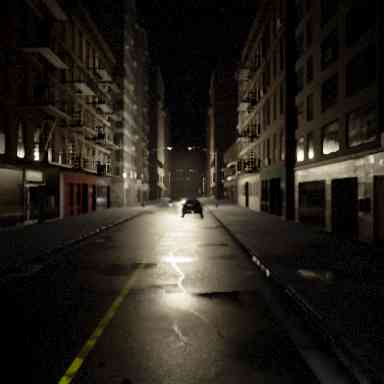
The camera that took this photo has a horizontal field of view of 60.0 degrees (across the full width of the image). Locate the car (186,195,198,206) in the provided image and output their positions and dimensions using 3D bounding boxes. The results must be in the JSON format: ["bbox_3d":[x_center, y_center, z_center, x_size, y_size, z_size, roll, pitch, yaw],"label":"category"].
[{"bbox_3d":[0.003,1.333,54.386,1.882,1.535,5.008,0,0,0],"label":"car"}]

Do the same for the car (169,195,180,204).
[{"bbox_3d":[-3.039,1.340,60.519,1.837,1.490,4.892,0,0,1],"label":"car"}]

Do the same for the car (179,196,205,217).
[{"bbox_3d":[0.060,1.432,30.115,1.837,1.490,4.892,0,0,0],"label":"car"}]
